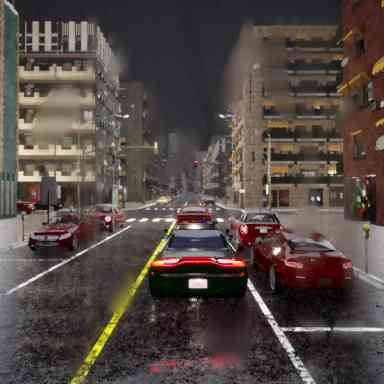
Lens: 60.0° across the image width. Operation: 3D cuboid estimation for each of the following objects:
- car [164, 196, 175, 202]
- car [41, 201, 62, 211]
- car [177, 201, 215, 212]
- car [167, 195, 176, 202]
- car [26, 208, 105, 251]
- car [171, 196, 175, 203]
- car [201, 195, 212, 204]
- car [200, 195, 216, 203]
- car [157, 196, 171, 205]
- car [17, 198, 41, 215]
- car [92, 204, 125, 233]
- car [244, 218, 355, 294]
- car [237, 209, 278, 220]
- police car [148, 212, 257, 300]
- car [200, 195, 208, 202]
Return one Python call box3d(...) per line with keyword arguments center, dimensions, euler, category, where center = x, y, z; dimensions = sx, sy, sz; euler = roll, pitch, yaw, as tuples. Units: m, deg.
box3d(center=(-5.042, 1.575, 74.864), dimensions=(1.947, 1.339, 4.313), euler=(1, 0, 0), category="car")
box3d(center=(-17.487, 1.590, 39.069), dimensions=(4.313, 1.339, 1.947), euler=(0, -1, 0), category="car")
box3d(center=(0.131, 1.482, 18.979), dimensions=(1.882, 1.535, 5.008), euler=(0, 0, 0), category="car")
box3d(center=(-5.022, 1.554, 80.534), dimensions=(1.887, 1.381, 4.507), euler=(1, 0, 0), category="car")
box3d(center=(-5.262, 1.585, 14.089), dimensions=(1.802, 1.307, 4.206), euler=(1, 0, 0), category="car")
box3d(center=(-5.062, 1.534, 69.023), dimensions=(1.752, 1.417, 4.829), euler=(1, 0, 0), category="car")
box3d(center=(2.799, 1.449, 63.524), dimensions=(1.967, 1.590, 4.097), euler=(1, 0, 0), category="car")
box3d(center=(2.758, 1.559, 52.182), dimensions=(2.008, 1.369, 4.403), euler=(1, 0, 0), category="car")
box3d(center=(-5.103, 1.534, 57.681), dimensions=(1.752, 1.417, 4.829), euler=(1, 0, 0), category="car")
box3d(center=(-17.453, 1.240, 31.193), dimensions=(5.009, 1.841, 2.192), euler=(0, -1, 0), category="car")
box3d(center=(-5.245, 1.444, 19.638), dimensions=(1.967, 1.590, 4.097), euler=(1, 0, 0), category="car")
box3d(center=(2.603, 1.584, 8.534), dimensions=(1.802, 1.307, 4.206), euler=(1, 0, 0), category="car")
box3d(center=(2.624, 1.443, 14.083), dimensions=(1.967, 1.590, 4.097), euler=(1, 0, 0), category="car")
box3d(center=(0.127, 1.506, 8.518), dimensions=(2.038, 1.542, 4.974), euler=(0, 0, 0), category="police car")
box3d(center=(2.859, 1.554, 80.537), dimensions=(1.887, 1.381, 4.507), euler=(1, 0, 0), category="car")
